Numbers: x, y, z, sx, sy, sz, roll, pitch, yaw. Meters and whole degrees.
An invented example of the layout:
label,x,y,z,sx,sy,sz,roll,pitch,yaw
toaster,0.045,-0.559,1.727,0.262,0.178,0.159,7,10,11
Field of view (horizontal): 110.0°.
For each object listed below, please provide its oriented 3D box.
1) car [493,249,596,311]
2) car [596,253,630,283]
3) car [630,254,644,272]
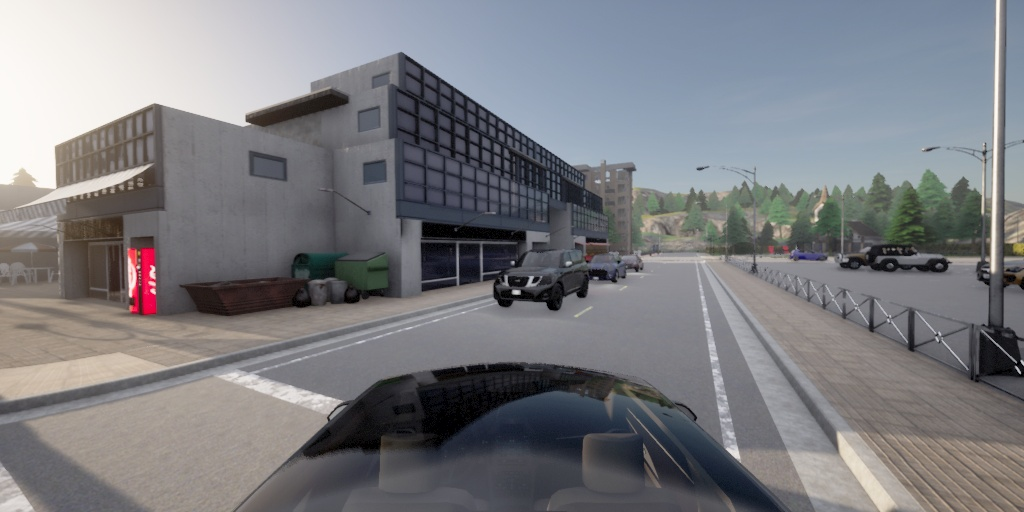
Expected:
label,x,y,z,sx,sy,sz,roll,pitch,yaw
car,1.376,0.741,13.829,2.150,2.045,5.566,0,1,27
car,5.819,0.647,22.605,2.097,1.767,4.553,0,1,27
car,10.445,0.589,31.732,1.812,1.442,4.674,0,1,27
